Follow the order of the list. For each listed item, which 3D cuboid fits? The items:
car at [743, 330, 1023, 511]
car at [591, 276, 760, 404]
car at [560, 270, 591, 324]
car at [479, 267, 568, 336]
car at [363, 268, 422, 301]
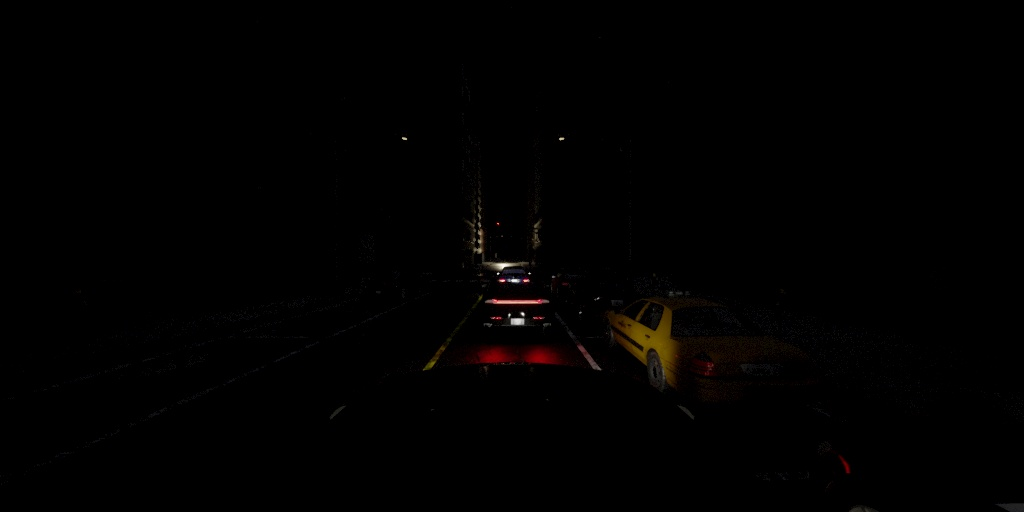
[{"bbox_3d":[2.872,1.301,0.669,2.007,1.370,4.403,0,0,0],"label":"car"},{"bbox_3d":[2.877,1.274,6.425,1.751,1.417,4.829,0,0,0],"label":"car"},{"bbox_3d":[2.880,1.312,11.841,1.948,1.339,4.313,0,0,0],"label":"car"},{"bbox_3d":[0.108,1.239,10.367,2.128,1.511,4.902,0,0,0],"label":"car"},{"bbox_3d":[-5.661,1.289,17.430,1.888,1.381,4.507,0,0,0],"label":"car"}]
